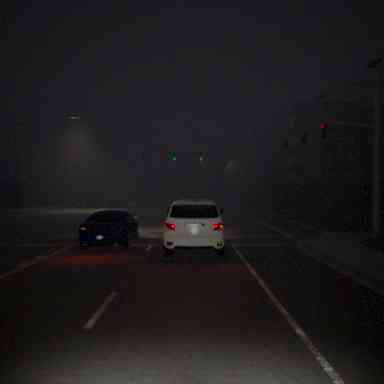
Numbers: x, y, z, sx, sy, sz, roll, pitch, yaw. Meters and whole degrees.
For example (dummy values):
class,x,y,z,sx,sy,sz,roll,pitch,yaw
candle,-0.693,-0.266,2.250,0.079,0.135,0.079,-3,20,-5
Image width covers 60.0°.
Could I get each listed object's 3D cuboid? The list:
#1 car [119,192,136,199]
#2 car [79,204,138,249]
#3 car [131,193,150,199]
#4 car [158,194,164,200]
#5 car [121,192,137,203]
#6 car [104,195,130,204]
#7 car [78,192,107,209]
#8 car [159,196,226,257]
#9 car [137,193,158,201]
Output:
class,x,y,z,sx,sy,sz,roll,pitch,yaw
car,-16.095,0.817,82.848,2.097,1.767,4.553,0,1,-45
car,-3.560,1.530,14.907,1.882,1.535,5.008,0,0,-3
car,-13.204,0.930,84.882,2.128,1.511,4.902,0,1,-45
car,-7.765,1.206,77.755,1.895,1.301,4.718,0,1,-32
car,-11.987,1.284,61.998,2.033,1.411,5.357,0,0,-17
car,-9.965,1.474,44.537,1.895,1.301,4.718,0,0,0
car,-13.459,1.088,44.575,2.150,2.045,5.566,0,1,-1
car,0.126,1.276,13.399,2.150,2.045,5.566,0,0,1
car,-10.402,1.170,75.389,2.033,1.411,5.357,0,1,-32
